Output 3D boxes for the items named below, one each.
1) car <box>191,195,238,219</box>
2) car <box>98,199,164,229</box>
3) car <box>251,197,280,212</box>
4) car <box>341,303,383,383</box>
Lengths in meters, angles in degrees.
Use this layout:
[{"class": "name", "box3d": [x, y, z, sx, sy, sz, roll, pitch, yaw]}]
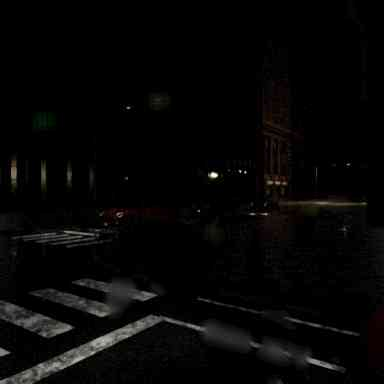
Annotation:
[{"class": "car", "box3d": [2.211, 1.256, 30.527, 2.150, 2.045, 5.566, 0, 0, 36]}, {"class": "car", "box3d": [-3.920, 1.374, 21.976, 2.097, 1.767, 4.553, 0, 0, 35]}, {"class": "car", "box3d": [8.708, 1.400, 39.549, 2.097, 1.767, 4.553, 0, 0, 35]}, {"class": "car", "box3d": [3.534, 1.222, 1.168, 5.566, 2.045, 2.150, 0, 0, 36]}]
